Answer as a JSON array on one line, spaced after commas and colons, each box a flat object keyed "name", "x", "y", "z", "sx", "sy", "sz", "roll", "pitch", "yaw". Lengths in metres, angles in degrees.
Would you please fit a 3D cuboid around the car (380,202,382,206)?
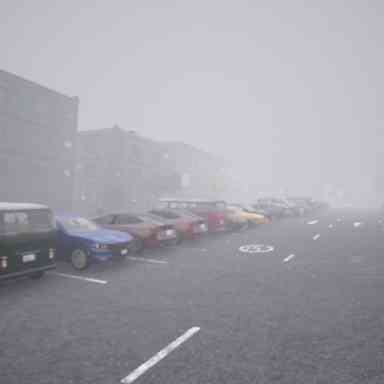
[{"name": "car", "x": 32.525, "y": 2.311, "z": 51.734, "sx": 5.008, "sy": 1.535, "sz": 2.097, "roll": 1, "pitch": -1, "yaw": 28}]

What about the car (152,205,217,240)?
[{"name": "car", "x": -1.572, "y": 1.572, "z": 15.997, "sx": 4.792, "sy": 1.488, "sz": 2.163, "roll": 1, "pitch": 0, "yaw": 28}]

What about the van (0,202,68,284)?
[{"name": "van", "x": -5.624, "y": 1.224, "z": 8.631, "sx": 4.442, "sy": 1.987, "sz": 1.878, "roll": 1, "pitch": 0, "yaw": 28}]

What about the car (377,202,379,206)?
[{"name": "car", "x": 48.683, "y": 3.133, "z": 81.699, "sx": 4.674, "sy": 1.452, "sz": 2.002, "roll": 1, "pitch": -1, "yaw": 28}]

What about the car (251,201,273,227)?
[{"name": "car", "x": 2.596, "y": 1.633, "z": 23.304, "sx": 5.366, "sy": 1.575, "sz": 1.946, "roll": 1, "pitch": 0, "yaw": 28}]

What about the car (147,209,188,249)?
[{"name": "car", "x": -2.898, "y": 1.541, "z": 13.527, "sx": 4.792, "sy": 1.488, "sz": 2.163, "roll": 1, "pitch": 0, "yaw": 28}]

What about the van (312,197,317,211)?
[{"name": "van", "x": 14.269, "y": 1.744, "z": 45.671, "sx": 4.442, "sy": 1.987, "sz": 1.878, "roll": 1, "pitch": -1, "yaw": 28}]

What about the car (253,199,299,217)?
[{"name": "car", "x": 7.729, "y": 1.774, "z": 33.266, "sx": 4.892, "sy": 1.521, "sz": 2.231, "roll": 1, "pitch": -1, "yaw": 28}]

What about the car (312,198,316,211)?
[{"name": "car", "x": 13.035, "y": 1.932, "z": 43.147, "sx": 4.892, "sy": 1.521, "sz": 2.231, "roll": 1, "pitch": -1, "yaw": 28}]

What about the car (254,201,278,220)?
[{"name": "car", "x": 3.752, "y": 1.665, "z": 25.861, "sx": 5.008, "sy": 1.535, "sz": 2.097, "roll": 1, "pitch": 0, "yaw": 28}]

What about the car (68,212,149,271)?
[{"name": "car", "x": -4.203, "y": 1.481, "z": 11.046, "sx": 5.008, "sy": 1.535, "sz": 2.097, "roll": 1, "pitch": 0, "yaw": 28}]

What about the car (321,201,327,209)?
[{"name": "car", "x": 17.052, "y": 1.802, "z": 50.538, "sx": 5.566, "sy": 2.045, "sz": 2.435, "roll": 1, "pitch": -1, "yaw": 28}]

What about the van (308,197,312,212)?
[{"name": "van", "x": 11.819, "y": 1.667, "z": 40.623, "sx": 4.442, "sy": 1.987, "sz": 1.878, "roll": 1, "pitch": -1, "yaw": 28}]

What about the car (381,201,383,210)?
[{"name": "car", "x": 23.119, "y": 2.005, "z": 34.662, "sx": 5.366, "sy": 1.575, "sz": 1.946, "roll": 1, "pitch": -1, "yaw": 28}]

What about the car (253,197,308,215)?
[{"name": "car", "x": 9.089, "y": 1.561, "z": 35.725, "sx": 5.566, "sy": 2.045, "sz": 2.435, "roll": 1, "pitch": -1, "yaw": 28}]

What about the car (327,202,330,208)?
[{"name": "car", "x": 21.041, "y": 1.945, "z": 57.941, "sx": 5.566, "sy": 2.045, "sz": 2.435, "roll": 1, "pitch": -1, "yaw": 28}]

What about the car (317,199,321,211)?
[{"name": "car", "x": 15.670, "y": 1.884, "z": 48.100, "sx": 4.553, "sy": 1.767, "sz": 2.185, "roll": 1, "pitch": -1, "yaw": 28}]

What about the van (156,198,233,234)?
[{"name": "van", "x": -0.320, "y": 1.346, "z": 18.509, "sx": 4.442, "sy": 1.987, "sz": 1.878, "roll": 1, "pitch": 0, "yaw": 28}]

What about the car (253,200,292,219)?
[{"name": "car", "x": 6.383, "y": 1.765, "z": 30.812, "sx": 4.792, "sy": 1.488, "sz": 2.163, "roll": 1, "pitch": 0, "yaw": 28}]

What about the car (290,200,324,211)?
[{"name": "car", "x": 18.359, "y": 2.097, "z": 53.016, "sx": 4.892, "sy": 1.521, "sz": 2.231, "roll": 1, "pitch": -1, "yaw": 28}]

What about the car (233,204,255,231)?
[{"name": "car", "x": 1.132, "y": 1.633, "z": 20.908, "sx": 4.792, "sy": 1.488, "sz": 2.163, "roll": 1, "pitch": 0, "yaw": 28}]
